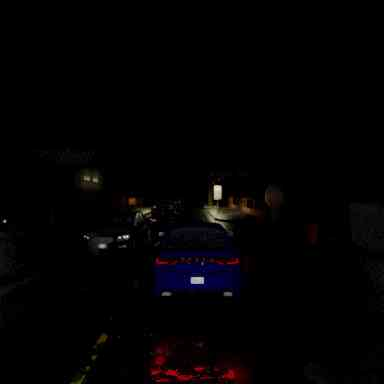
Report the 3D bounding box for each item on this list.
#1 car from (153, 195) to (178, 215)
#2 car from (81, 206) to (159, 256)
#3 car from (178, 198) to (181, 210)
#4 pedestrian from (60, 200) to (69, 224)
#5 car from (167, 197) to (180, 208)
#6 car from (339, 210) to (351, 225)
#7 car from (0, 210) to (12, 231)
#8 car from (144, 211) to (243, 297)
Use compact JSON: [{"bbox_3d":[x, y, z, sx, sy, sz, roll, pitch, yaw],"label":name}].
[{"bbox_3d":[-2.801,1.465,33.914,2.097,1.767,4.553,0,0,0],"label":"car"},{"bbox_3d":[-2.854,1.516,13.363,2.128,1.511,4.902,0,0,3],"label":"car"},{"bbox_3d":[-2.800,1.406,43.724,2.150,2.045,5.566,0,0,0],"label":"car"},{"bbox_3d":[-9.634,1.451,25.085,0.375,1.860,0.375,0,-1,1],"label":"pedestrian"},{"bbox_3d":[-2.935,1.638,53.899,2.097,1.767,4.553,0,-1,-2],"label":"car"},{"bbox_3d":[12.288,1.398,21.850,5.008,1.535,1.882,-1,-2,1],"label":"car"},{"bbox_3d":[-13.527,1.374,19.265,5.566,2.045,2.150,-1,-2,1],"label":"car"},{"bbox_3d":[0.108,1.491,8.640,1.882,1.535,5.008,0,0,0],"label":"car"}]
